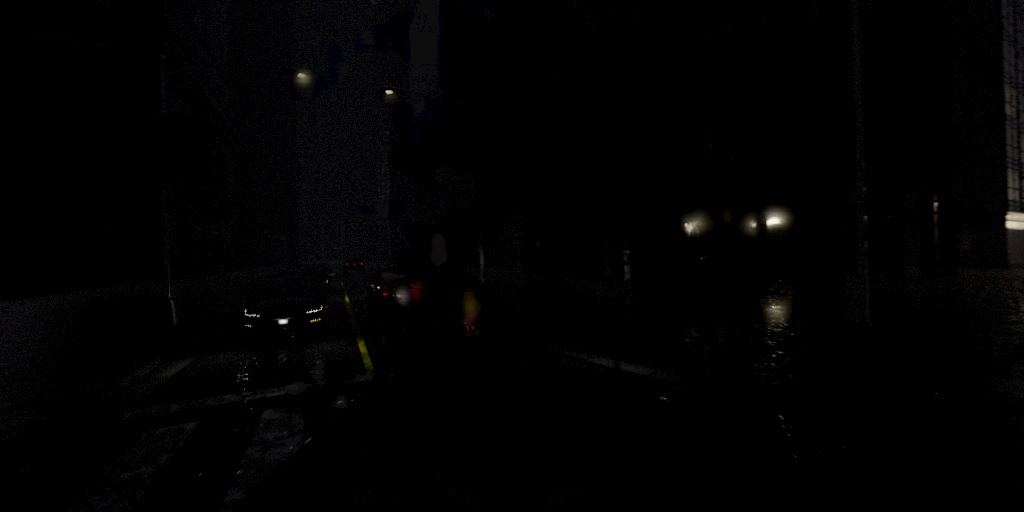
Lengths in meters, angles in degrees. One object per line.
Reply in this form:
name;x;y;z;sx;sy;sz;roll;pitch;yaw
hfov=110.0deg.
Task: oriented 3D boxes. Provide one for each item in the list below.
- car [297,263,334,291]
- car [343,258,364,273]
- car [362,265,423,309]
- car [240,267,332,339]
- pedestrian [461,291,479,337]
car;-10.599;1.228;18.926;1.837;1.490;4.892;-1;1;-26
car;-18.783;0.979;42.489;2.097;1.767;4.553;-1;0;-27
car;-4.900;1.215;14.680;1.812;1.442;4.674;-1;1;-26
car;-6.355;1.252;10.425;1.837;1.490;4.892;-1;1;-27
pedestrian;-0.946;1.370;8.576;0.500;1.100;0.500;0;-1;-27
